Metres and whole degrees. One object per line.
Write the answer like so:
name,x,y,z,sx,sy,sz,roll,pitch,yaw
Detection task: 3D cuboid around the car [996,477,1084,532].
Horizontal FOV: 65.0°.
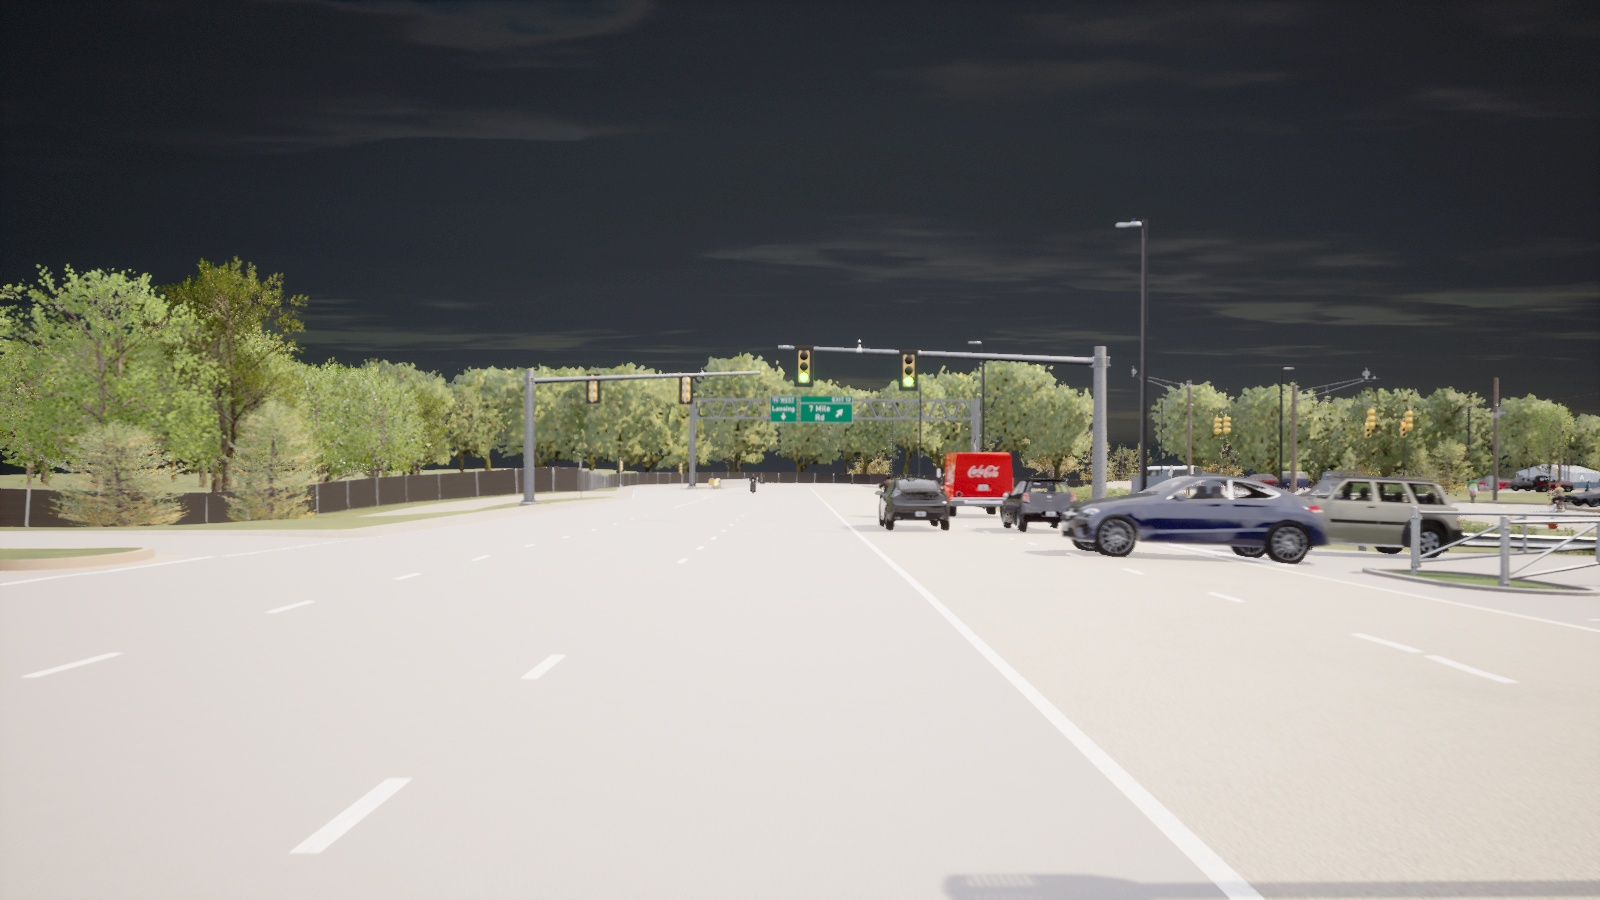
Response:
car,6.914,1.546,36.482,1.845,1.501,3.633,0,-1,0

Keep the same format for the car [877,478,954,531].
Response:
car,3.409,1.582,37.912,1.837,1.490,4.892,0,-1,0

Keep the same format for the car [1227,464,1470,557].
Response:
car,12.306,1.347,28.382,4.605,1.855,1.932,2,-1,-2

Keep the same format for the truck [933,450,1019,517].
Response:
truck,6.879,1.304,49.637,2.627,2.467,5.204,0,-1,0

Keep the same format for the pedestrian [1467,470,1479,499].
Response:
pedestrian,46.086,2.364,85.979,0.659,1.952,0.873,0,0,23

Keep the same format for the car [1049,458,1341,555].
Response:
car,7.669,1.092,24.761,5.027,1.651,2.152,2,-1,-1
